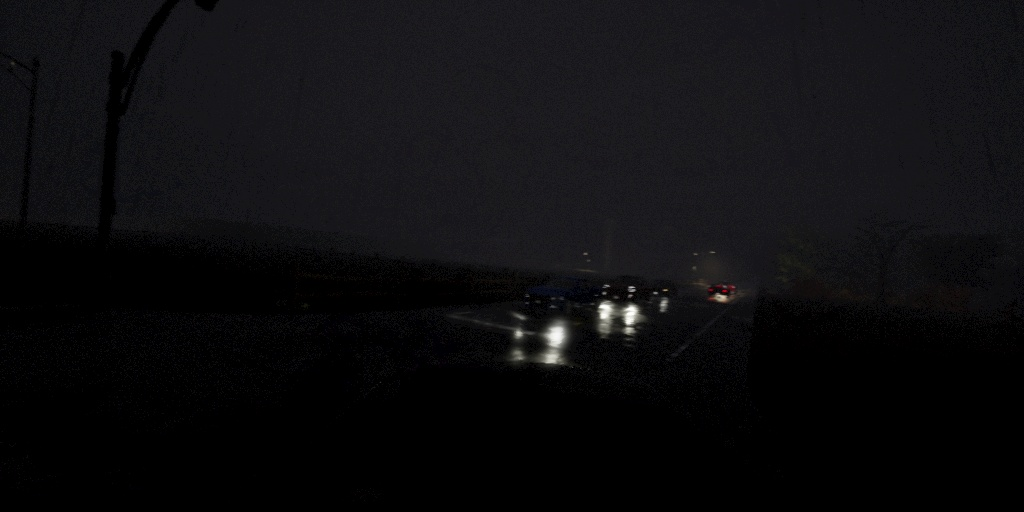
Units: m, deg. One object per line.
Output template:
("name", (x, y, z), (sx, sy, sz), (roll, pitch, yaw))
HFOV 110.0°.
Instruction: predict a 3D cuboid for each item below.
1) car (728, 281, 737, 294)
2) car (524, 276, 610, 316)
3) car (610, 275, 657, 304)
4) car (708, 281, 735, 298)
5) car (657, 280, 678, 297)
("car", (27.909, 3.997, 46.657), (2.097, 1.767, 4.553), (4, -1, 35))
("car", (2.412, 1.637, 15.883), (1.882, 1.535, 5.008), (4, -1, 35))
("car", (7.573, 2.034, 23.388), (2.097, 1.767, 4.553), (4, -1, 35))
("car", (22.383, 3.685, 38.547), (1.895, 1.301, 4.718), (4, -1, 35))
("car", (13.459, 2.827, 31.977), (2.033, 1.411, 5.357), (4, -1, 34))
